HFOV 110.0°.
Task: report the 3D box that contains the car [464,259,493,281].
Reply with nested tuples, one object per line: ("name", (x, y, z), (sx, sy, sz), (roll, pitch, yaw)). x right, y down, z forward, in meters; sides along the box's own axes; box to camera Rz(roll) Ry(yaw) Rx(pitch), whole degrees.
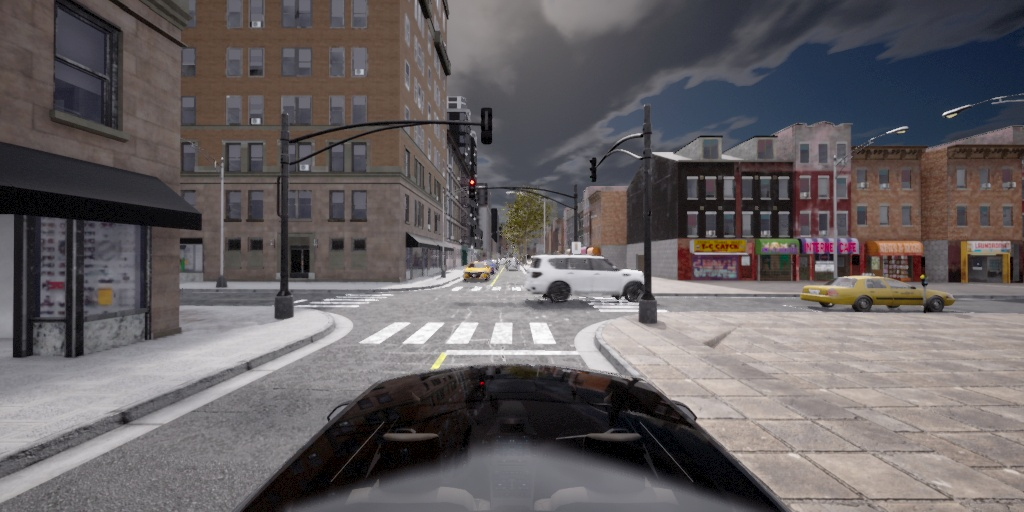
("car", (-2.849, 1.213, 29.800), (1.882, 1.535, 5.008), (0, 0, 0))

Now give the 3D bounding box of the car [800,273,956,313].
("car", (13.881, 1.345, 13.711), (4.829, 1.417, 1.751), (0, 0, 0))

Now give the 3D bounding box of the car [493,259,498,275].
("car", (-2.860, 1.207, 39.205), (1.882, 1.535, 5.008), (0, 0, 0))

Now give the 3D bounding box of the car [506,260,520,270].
("car", (0.097, 1.251, 50.935), (1.812, 1.442, 4.674), (0, 0, 0))

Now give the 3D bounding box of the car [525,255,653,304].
("car", (3.368, 0.981, 16.089), (5.566, 2.045, 2.150), (0, -1, -6))

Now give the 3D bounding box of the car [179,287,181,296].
("car", (-16.127, 1.224, 14.544), (4.181, 1.385, 1.994), (0, 0, 0))
